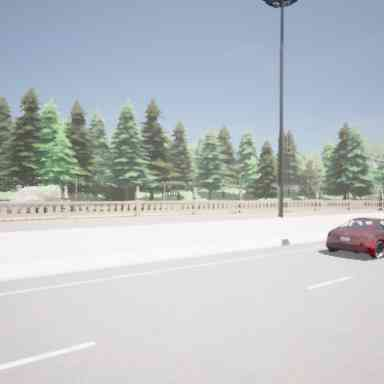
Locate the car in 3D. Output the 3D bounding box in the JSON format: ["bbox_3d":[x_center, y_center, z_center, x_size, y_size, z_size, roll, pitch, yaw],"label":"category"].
[{"bbox_3d":[7.248,1.709,13.321,4.181,1.385,1.994,1,0,-35],"label":"car"}]
